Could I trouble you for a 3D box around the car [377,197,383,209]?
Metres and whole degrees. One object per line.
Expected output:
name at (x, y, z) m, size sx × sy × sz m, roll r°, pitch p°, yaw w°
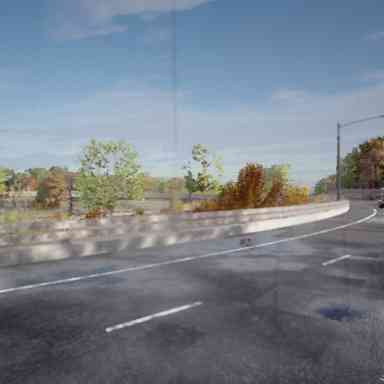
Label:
car at (26.659, 1.475, 45.499) m, size 2.128 × 1.511 × 4.902 m, roll 0°, pitch 0°, yaw 24°
